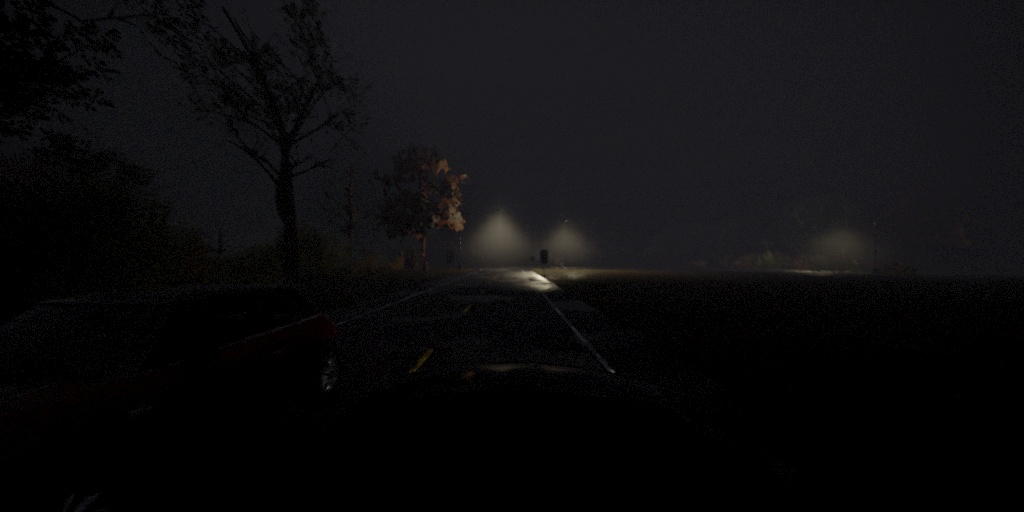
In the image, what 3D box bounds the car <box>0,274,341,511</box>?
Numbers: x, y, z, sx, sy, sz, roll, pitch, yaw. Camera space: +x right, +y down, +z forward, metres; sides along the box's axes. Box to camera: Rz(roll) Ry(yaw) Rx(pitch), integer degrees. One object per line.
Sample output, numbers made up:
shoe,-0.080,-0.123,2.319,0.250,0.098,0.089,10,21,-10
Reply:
car,-3.601,1.115,3.450,2.097,1.767,4.553,0,-1,0
